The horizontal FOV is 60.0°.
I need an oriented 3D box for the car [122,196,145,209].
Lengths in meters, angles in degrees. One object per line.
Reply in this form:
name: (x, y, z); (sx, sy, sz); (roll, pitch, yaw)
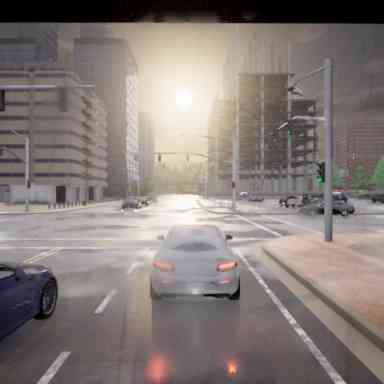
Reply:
car: (-8.090, 1.351, 44.850); (2.097, 1.767, 4.553); (0, 0, 0)

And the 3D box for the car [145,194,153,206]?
car: (-8.168, 1.477, 55.300); (1.882, 1.535, 5.008); (0, 0, 0)

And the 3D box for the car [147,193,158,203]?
car: (-8.205, 1.221, 66.918); (2.150, 2.045, 5.566); (0, 0, 0)

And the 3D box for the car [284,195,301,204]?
car: (18.577, 1.395, 61.749); (1.970, 1.475, 3.806); (0, 0, 0)

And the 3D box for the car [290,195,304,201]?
car: (24.272, 1.394, 76.878); (1.970, 1.475, 3.806); (0, 0, 0)

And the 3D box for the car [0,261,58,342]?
car: (-3.442, 1.526, 4.387); (1.812, 1.442, 4.674); (0, 0, 0)

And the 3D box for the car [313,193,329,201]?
car: (29.850, 1.152, 76.955); (1.932, 1.855, 4.605); (0, 0, 0)

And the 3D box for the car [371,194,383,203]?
car: (35.474, 1.153, 61.921); (1.932, 1.855, 4.605); (0, 0, 0)

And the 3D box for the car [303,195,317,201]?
car: (27.167, 1.363, 76.891); (1.784, 1.438, 3.905); (0, 0, 0)

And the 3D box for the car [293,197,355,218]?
car: (12.096, 1.491, 30.074); (4.902, 1.511, 2.128); (0, 0, 0)

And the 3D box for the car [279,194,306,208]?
car: (13.061, 1.153, 44.309); (1.932, 1.855, 4.605); (0, 0, 0)

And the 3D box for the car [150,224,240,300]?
car: (0.070, 1.526, 8.262); (1.812, 1.442, 4.674); (0, 0, 0)

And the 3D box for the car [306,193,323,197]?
car: (15.956, 1.156, 44.268); (1.905, 1.878, 3.866); (0, 0, 0)
